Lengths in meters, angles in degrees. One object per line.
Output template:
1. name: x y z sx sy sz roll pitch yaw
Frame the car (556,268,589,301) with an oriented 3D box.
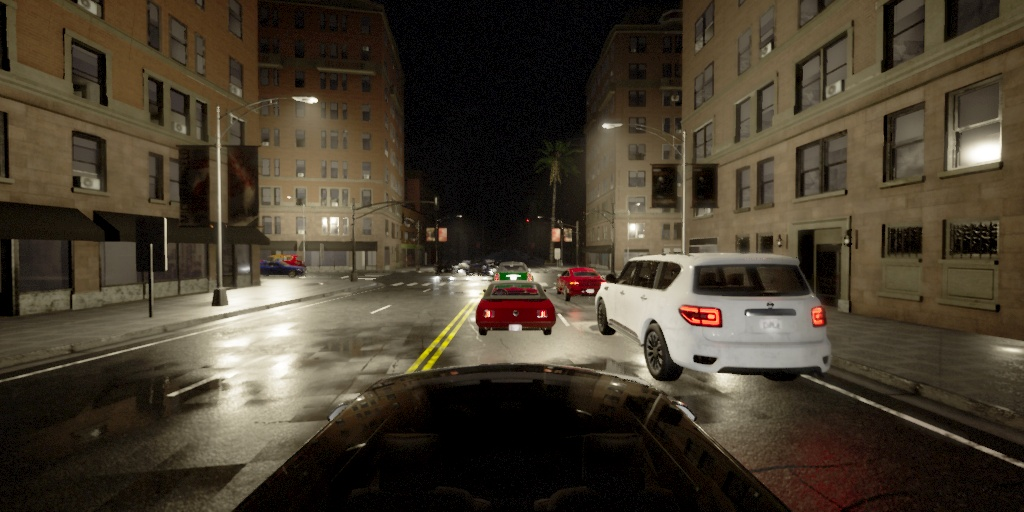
1. car: 3.212 1.270 16.999 1.812 1.442 4.674 0 0 0

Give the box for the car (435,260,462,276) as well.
1. car: -6.679 1.176 37.002 1.837 1.490 4.892 1 1 0

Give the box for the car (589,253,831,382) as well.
1. car: 3.325 0.969 7.312 2.150 2.045 5.566 0 0 0

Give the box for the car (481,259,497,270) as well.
1. car: -3.478 1.223 54.707 2.128 1.511 4.902 0 0 0

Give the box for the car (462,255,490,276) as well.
1. car: -3.427 1.059 36.093 2.097 1.767 4.553 0 1 0

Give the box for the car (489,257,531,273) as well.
1. car: -0.011 1.095 19.388 2.097 1.767 4.553 0 0 -2

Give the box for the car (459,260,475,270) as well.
1. car: -6.726 1.333 54.016 1.895 1.301 4.718 0 0 0

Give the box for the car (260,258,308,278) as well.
1. car: -20.529 1.142 31.364 4.674 1.442 1.812 0 1 -9

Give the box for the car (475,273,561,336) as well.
1. car: 0.077 1.347 10.396 1.895 1.301 4.718 0 0 0

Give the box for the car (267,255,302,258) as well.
1. car: -23.984 0.828 36.679 5.009 1.841 2.192 0 0 -9
